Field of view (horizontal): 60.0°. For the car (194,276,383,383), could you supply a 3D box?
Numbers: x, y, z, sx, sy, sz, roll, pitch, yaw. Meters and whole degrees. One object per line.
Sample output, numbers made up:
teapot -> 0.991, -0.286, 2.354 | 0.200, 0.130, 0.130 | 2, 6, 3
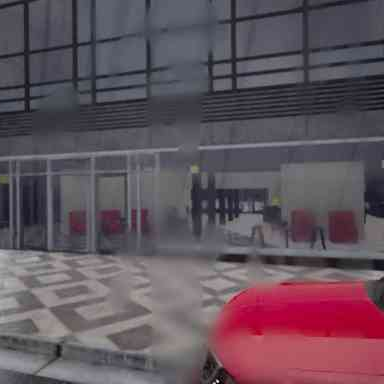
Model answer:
car -> 2.738, 1.226, 2.112 | 5.566, 2.045, 2.150 | 0, 0, 16
